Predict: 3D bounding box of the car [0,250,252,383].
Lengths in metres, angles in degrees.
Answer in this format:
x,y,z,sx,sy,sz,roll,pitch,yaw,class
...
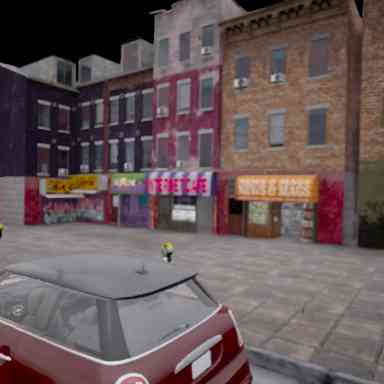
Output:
x,y,z,sx,sy,sz,roll,pitch,yaw,class
-1.501,1.435,3.857,4.097,1.590,1.967,0,1,35,car
